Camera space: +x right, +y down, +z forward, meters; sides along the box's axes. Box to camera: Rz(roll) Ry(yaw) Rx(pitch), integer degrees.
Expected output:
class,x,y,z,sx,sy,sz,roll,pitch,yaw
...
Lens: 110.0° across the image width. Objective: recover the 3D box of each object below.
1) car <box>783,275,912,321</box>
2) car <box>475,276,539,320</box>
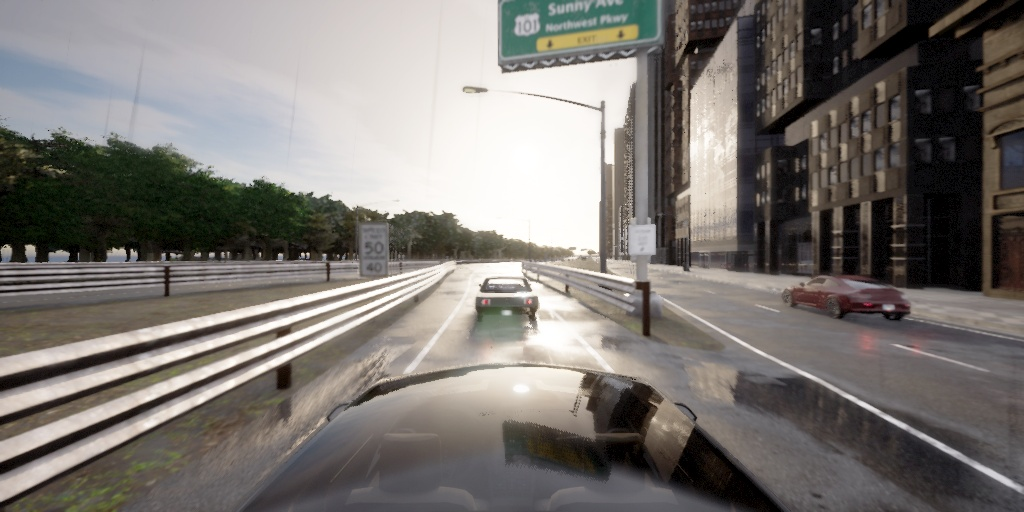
class,x,y,z,sx,sy,sz,roll,pitch,yaw
car,12.065,1.422,13.269,1.812,1.442,4.674,0,0,12
car,-0.240,1.348,12.547,1.895,1.301,4.718,0,0,-3
